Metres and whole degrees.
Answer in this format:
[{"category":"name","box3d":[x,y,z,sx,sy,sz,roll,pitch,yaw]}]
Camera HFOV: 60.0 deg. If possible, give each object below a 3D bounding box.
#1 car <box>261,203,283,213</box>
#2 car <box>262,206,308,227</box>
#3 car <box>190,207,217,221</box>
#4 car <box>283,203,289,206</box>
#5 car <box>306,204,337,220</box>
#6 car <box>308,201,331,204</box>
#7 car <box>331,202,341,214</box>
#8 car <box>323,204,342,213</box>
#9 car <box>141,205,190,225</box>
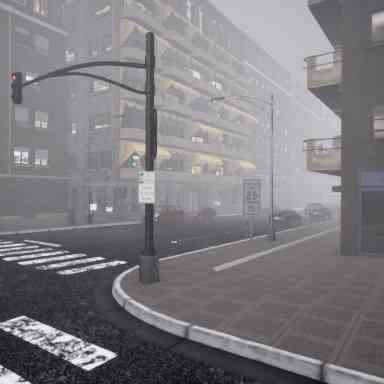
[{"category":"car","box3d":[10.616,2.328,46.135,1.887,1.381,4.507,-1,-1,35]},{"category":"car","box3d":[7.740,2.096,27.409,1.947,1.339,4.313,-1,-2,35]},{"category":"car","box3d":[0.911,2.064,32.150,1.802,1.307,4.206,-1,-1,35]},{"category":"car","box3d":[13.755,2.406,50.658,1.752,1.417,4.829,-1,-1,35]},{"category":"car","box3d":[14.211,2.297,36.733,1.947,1.339,4.313,-1,-2,35]},{"category":"car","box3d":[16.747,2.211,44.851,2.097,1.767,4.553,0,-1,35]},{"category":"car","box3d":[20.779,2.460,46.197,1.752,1.417,4.829,-1,-2,35]},{"category":"car","box3d":[22.538,2.640,53.193,1.895,1.301,4.718,0,-1,35]},{"category":"car","box3d":[-2.324,1.822,27.492,1.967,1.590,4.097,-1,-1,35]}]
